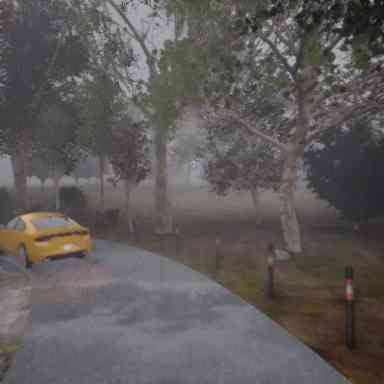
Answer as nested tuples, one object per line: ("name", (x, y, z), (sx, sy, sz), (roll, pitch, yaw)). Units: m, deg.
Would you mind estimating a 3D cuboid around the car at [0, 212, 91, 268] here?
("car", (-5.357, 1.456, 11.560), (1.882, 1.535, 5.008), (-4, 3, -44))
